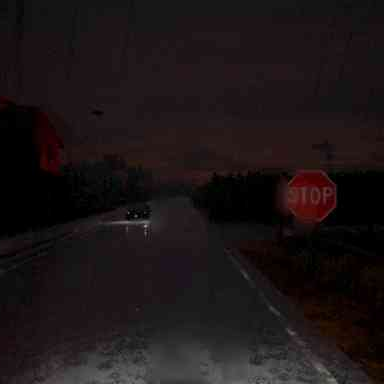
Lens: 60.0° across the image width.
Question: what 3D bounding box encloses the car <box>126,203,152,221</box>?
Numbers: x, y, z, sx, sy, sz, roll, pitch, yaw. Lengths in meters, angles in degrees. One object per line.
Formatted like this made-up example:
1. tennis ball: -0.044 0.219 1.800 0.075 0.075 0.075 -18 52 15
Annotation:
1. car: -4.624 1.687 29.378 1.812 1.442 4.674 0 0 -2
